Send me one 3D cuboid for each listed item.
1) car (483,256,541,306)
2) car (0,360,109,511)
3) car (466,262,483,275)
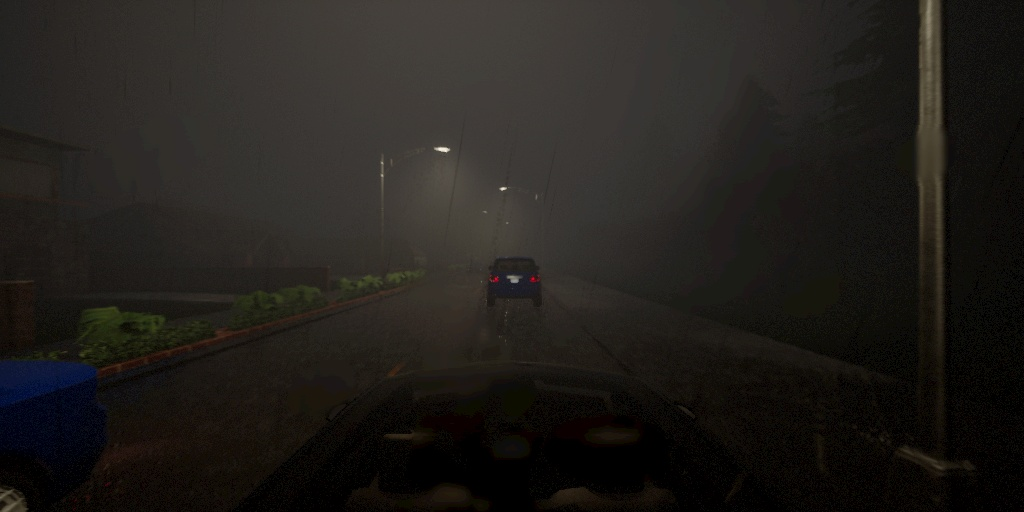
[{"bbox_3d":[0.096,1.035,16.259,2.150,2.045,5.566,0,0,0],"label":"car"},{"bbox_3d":[-4.100,1.223,0.639,1.882,1.535,5.008,0,0,0],"label":"car"},{"bbox_3d":[-4.104,1.398,41.509,1.882,1.535,5.008,0,0,0],"label":"car"}]
